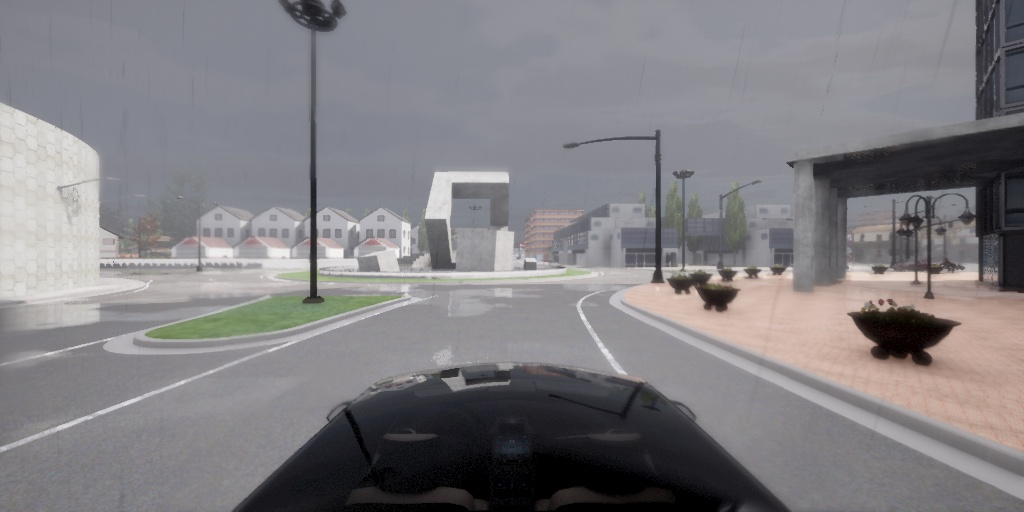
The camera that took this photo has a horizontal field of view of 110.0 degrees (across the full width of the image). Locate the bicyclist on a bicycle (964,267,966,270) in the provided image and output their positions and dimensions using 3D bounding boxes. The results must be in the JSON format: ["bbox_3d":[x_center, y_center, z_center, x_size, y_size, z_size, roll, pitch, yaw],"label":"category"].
[{"bbox_3d":[47.275,1.284,38.121,1.620,0.582,1.656,-12,6,-7],"label":"bicyclist on a bicycle"}]

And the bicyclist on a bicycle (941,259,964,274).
[{"bbox_3d":[46.318,1.086,38.071,0.582,1.620,1.656,6,-1,-2],"label":"bicyclist on a bicycle"}]
